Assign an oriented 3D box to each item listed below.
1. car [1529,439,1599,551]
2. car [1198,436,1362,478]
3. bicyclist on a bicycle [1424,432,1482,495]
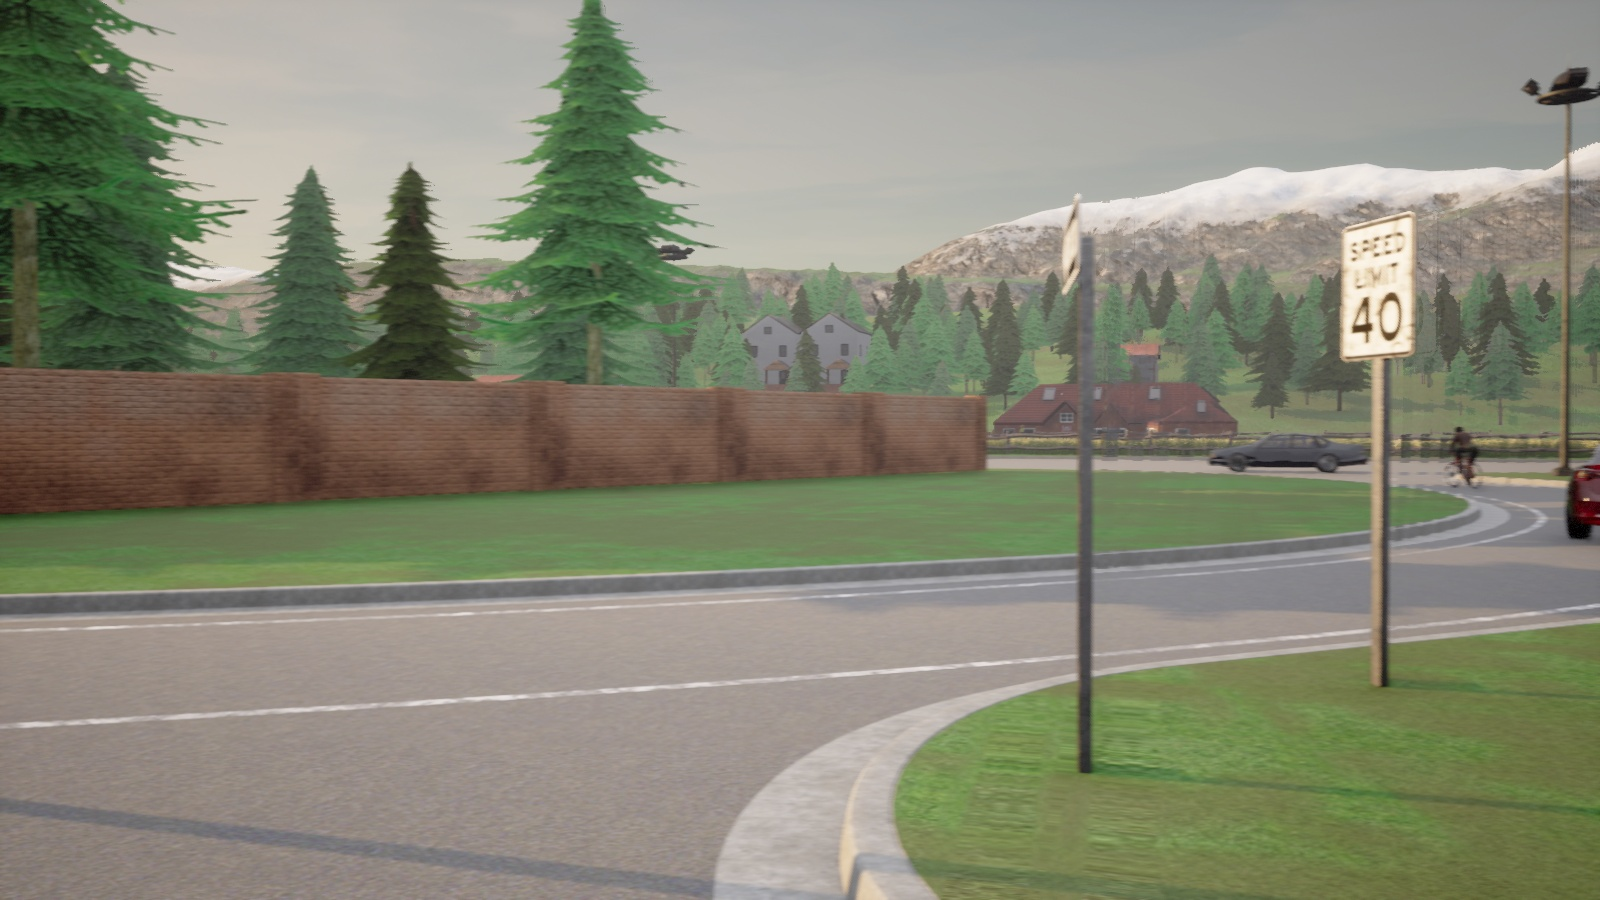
[{"bbox_3d":[12.496,0.593,18.540,2.163,1.488,4.792,1,1,40],"label":"car"},{"bbox_3d":[17.133,0.221,45.051,5.357,1.411,2.033,1,1,19],"label":"car"},{"bbox_3d":[17.188,0.330,33.095,0.582,1.620,1.656,-1,1,-2],"label":"bicyclist on a bicycle"}]
